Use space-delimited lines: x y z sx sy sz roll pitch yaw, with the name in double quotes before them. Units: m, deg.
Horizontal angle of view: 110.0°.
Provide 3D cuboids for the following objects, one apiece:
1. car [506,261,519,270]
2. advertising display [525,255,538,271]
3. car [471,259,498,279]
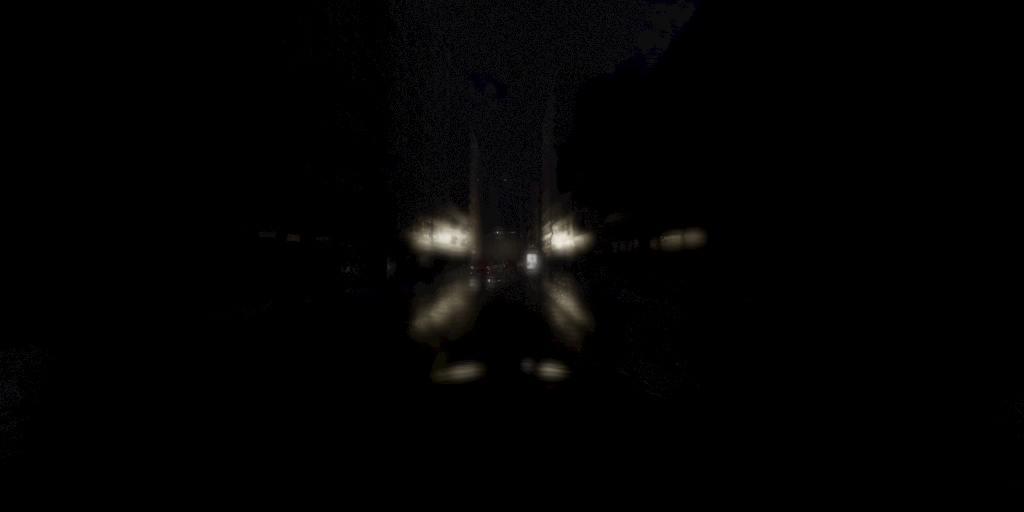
"car" 0.003 1.557 61.364 1.812 1.442 4.674 0 0 0
"advertising display" 3.009 1.034 51.779 1.540 2.440 0.280 0 0 0
"car" -2.845 1.283 35.865 2.097 1.767 4.553 0 0 0
